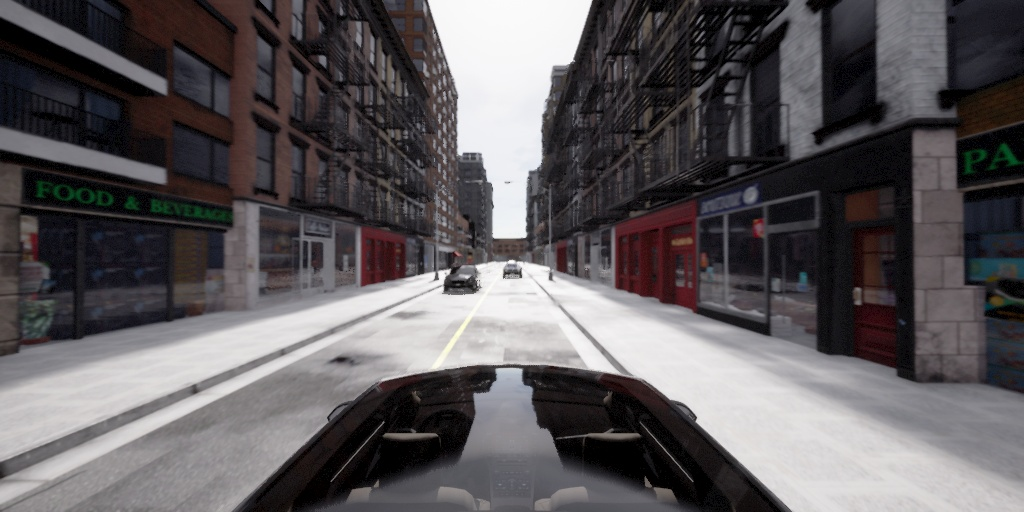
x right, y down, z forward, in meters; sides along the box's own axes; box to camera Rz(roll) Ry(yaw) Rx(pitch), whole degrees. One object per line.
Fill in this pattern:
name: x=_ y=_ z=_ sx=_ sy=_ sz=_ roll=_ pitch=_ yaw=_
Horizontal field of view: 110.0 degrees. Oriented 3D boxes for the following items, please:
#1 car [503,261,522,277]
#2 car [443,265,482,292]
car: x=0.051 y=1.413 z=36.261 sx=1.895 sy=1.301 sz=4.718 roll=0 pitch=0 yaw=0
car: x=-2.874 y=1.287 z=21.488 sx=1.837 sy=1.490 sz=4.892 roll=0 pitch=0 yaw=0
